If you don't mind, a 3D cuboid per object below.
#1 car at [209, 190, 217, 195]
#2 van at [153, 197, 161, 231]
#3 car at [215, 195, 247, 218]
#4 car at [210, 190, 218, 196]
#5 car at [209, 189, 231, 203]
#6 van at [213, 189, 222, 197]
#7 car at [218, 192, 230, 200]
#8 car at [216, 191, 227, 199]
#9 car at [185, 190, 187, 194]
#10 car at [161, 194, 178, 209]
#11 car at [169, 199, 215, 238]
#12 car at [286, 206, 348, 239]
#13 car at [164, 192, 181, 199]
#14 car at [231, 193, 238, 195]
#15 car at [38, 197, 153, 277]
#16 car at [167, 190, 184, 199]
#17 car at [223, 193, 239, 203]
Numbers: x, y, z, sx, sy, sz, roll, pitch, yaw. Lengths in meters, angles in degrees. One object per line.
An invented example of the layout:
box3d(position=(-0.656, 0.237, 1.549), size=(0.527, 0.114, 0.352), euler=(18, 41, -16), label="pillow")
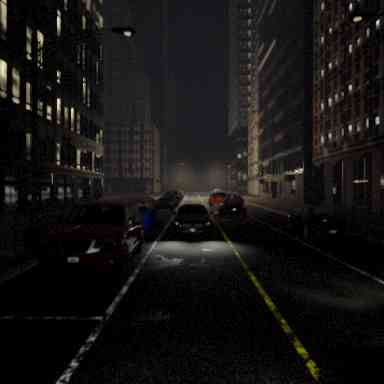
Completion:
box3d(position=(5.915, 0.117, 93.621), size=(1.752, 1.417, 4.829), euler=(1, 1, 0), label="car")
box3d(position=(-2.649, 1.121, 15.679), size=(1.690, 1.788, 3.998), euler=(0, 1, 0), label="van")
box3d(position=(3.101, 1.201, 26.139), size=(1.994, 1.385, 4.181), euler=(0, 1, 1), label="car")
box3d(position=(5.901, 0.265, 88.140), size=(1.802, 1.307, 4.206), euler=(1, 1, 0), label="car")
box3d(position=(3.134, 0.785, 40.161), size=(2.097, 1.767, 4.553), euler=(0, 1, 1), label="car")
box3d(position=(5.879, 0.196, 77.509), size=(1.690, 1.788, 3.998), euler=(1, 1, 0), label="van")
box3d(position=(5.837, 0.698, 61.132), size=(1.802, 1.307, 4.206), euler=(1, 1, 0), label="car")
box3d(position=(5.851, 0.570, 66.816), size=(1.887, 1.381, 4.507), euler=(1, 1, 0), label="car")
box3d(position=(-2.528, 0.456, 66.847), size=(1.967, 1.590, 4.097), euler=(1, 1, 0), label="car")
box3d(position=(-2.611, 1.118, 32.738), size=(1.802, 1.307, 4.206), euler=(0, 1, 0), label="car")
box3d(position=(0.036, 1.300, 16.312), size=(1.812, 1.442, 4.674), euler=(0, 1, 0), label="car")
box3d(position=(5.729, 1.340, 15.655), size=(2.008, 1.369, 4.403), euler=(0, 1, 0), label="car")
box3d(position=(-2.597, 0.997, 38.422), size=(1.887, 1.381, 4.507), euler=(0, 1, 0), label="car")
box3d(position=(5.798, 0.901, 44.247), size=(1.752, 1.417, 4.829), euler=(1, 1, 0), label="car")
box3d(position=(-2.663, 1.174, 9.993), size=(2.192, 1.841, 5.009), euler=(0, 1, 0), label="car")
box3d(position=(-2.581, 0.683, 44.104), size=(2.192, 1.841, 5.009), euler=(1, 1, 0), label="car")
box3d(position=(5.810, 0.858, 49.763), size=(1.947, 1.339, 4.313), euler=(1, 1, 0), label="car")
